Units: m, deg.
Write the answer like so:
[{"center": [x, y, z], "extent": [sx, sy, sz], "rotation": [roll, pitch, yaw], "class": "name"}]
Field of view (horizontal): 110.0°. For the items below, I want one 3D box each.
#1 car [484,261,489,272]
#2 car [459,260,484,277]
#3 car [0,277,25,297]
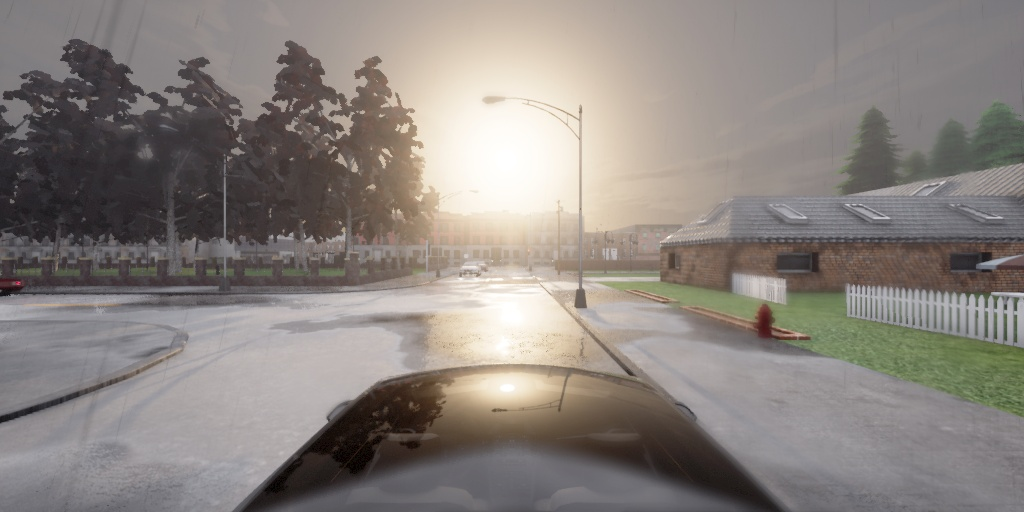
[{"center": [-4.079, 1.289, 45.502], "extent": [1.812, 1.442, 4.674], "rotation": [0, 0, 0], "class": "car"}, {"center": [-4.103, 1.286, 35.703], "extent": [1.812, 1.442, 4.674], "rotation": [0, 0, 0], "class": "car"}, {"center": [-26.136, 1.355, 16.667], "extent": [4.718, 1.301, 1.895], "rotation": [0, 0, 0], "class": "car"}]
